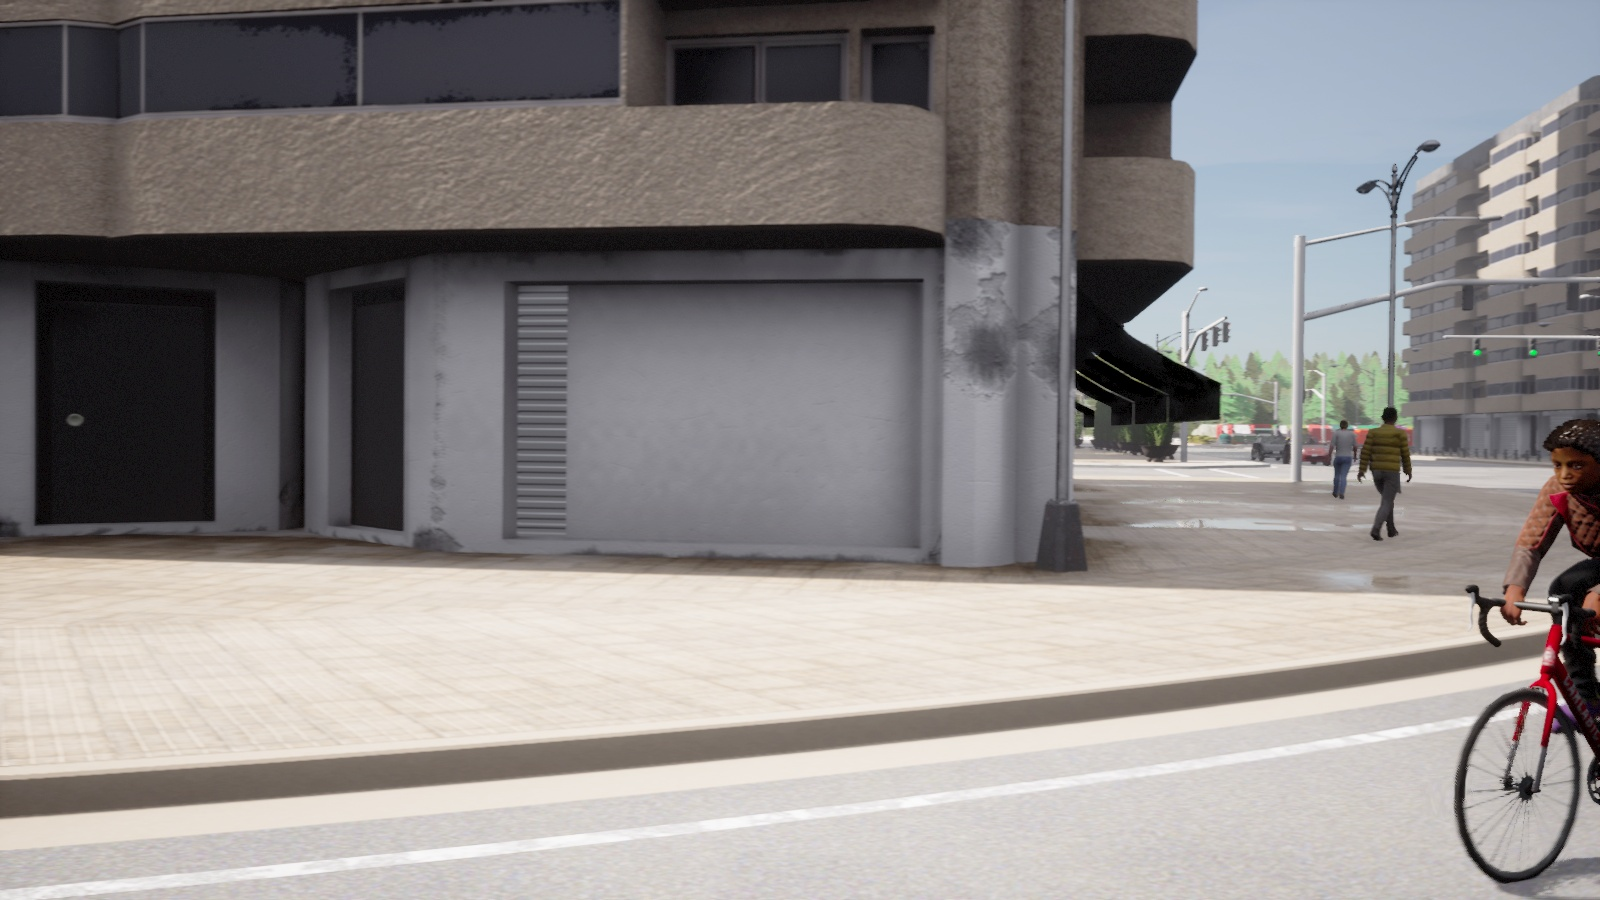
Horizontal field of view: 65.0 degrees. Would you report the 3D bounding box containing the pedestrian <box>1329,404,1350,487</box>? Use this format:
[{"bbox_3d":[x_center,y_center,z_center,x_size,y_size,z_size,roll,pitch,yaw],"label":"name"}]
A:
[{"bbox_3d":[12.207,-0.104,28.417,0.354,1.836,0.706,0,1,18],"label":"pedestrian"}]

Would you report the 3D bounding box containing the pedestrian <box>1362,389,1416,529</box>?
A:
[{"bbox_3d":[7.928,0.107,16.909,0.709,1.840,0.431,-1,1,-44],"label":"pedestrian"}]

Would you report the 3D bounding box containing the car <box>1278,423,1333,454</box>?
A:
[{"bbox_3d":[27.064,-0.625,67.351,1.851,1.617,3.988,-1,1,9],"label":"car"}]

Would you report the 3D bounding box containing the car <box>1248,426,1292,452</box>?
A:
[{"bbox_3d":[28.499,-0.699,76.285,1.789,1.549,3.705,-1,1,9],"label":"car"}]

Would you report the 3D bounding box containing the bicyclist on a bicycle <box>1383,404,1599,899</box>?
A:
[{"bbox_3d":[2.958,0.649,4.599,1.656,1.620,0.582,-1,1,-28],"label":"bicyclist on a bicycle"}]
